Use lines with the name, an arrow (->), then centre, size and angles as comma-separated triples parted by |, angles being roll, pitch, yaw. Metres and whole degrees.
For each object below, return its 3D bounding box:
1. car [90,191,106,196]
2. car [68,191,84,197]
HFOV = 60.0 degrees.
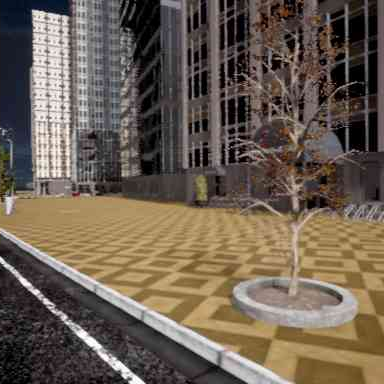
car -> -25.738, 0.460, 91.166 | 4.313, 1.339, 1.947 | -2, 2, -23
car -> -30.954, 0.484, 88.893 | 4.097, 1.590, 1.967 | -2, 2, -23
